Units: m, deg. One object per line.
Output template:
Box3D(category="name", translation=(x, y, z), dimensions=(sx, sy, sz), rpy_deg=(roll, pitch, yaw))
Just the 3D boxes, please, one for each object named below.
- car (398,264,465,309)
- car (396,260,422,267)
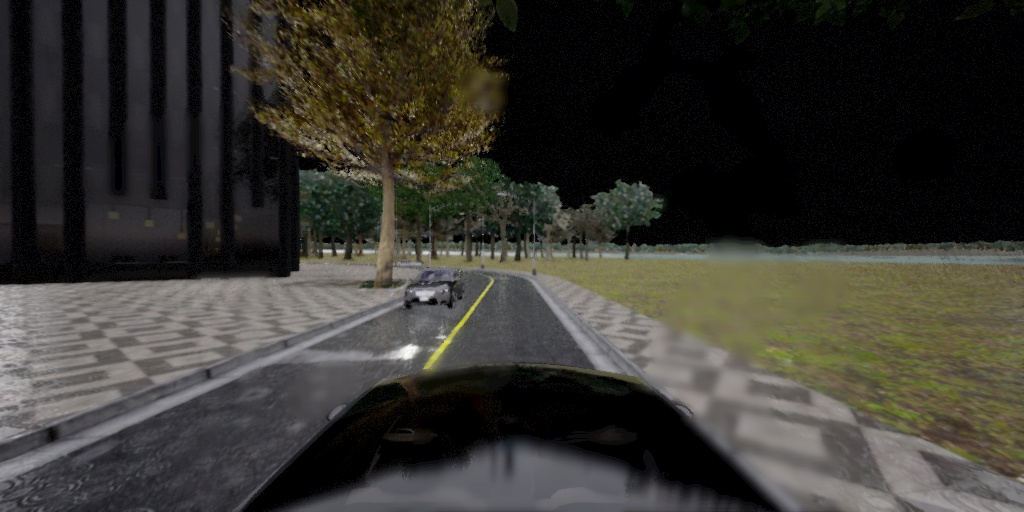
Box3D(category="car", translation=(-3.130, 1.258, 15.208), dimensions=(2.128, 1.511, 4.902), rpy_deg=(0, 0, 0))
Box3D(category="car", translation=(-15.865, 1.271, 55.220), dimensions=(4.718, 1.301, 1.895), rpy_deg=(1, 1, 42))
